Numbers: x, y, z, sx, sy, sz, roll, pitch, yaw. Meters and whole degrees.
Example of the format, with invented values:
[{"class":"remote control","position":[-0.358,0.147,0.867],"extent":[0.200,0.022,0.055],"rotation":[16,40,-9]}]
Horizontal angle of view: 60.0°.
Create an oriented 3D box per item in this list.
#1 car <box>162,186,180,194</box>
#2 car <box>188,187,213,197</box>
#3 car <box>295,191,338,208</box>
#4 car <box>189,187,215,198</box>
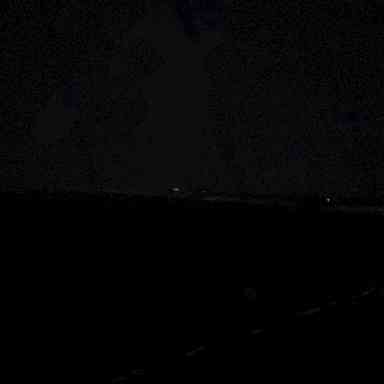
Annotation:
[{"class":"car","position":[-4.359,-0.372,67.163],"extent":[2.128,1.511,4.902],"rotation":[-3,4,-35]},{"class":"car","position":[1.447,-0.064,59.030],"extent":[1.837,1.490,4.892],"rotation":[-3,4,-34]},{"class":"car","position":[13.698,0.734,36.645],"extent":[2.097,1.767,4.553],"rotation":[-3,4,-35]},{"class":"car","position":[1.755,0.269,53.617],"extent":[1.994,1.385,4.181],"rotation":[-3,4,-35]}]
